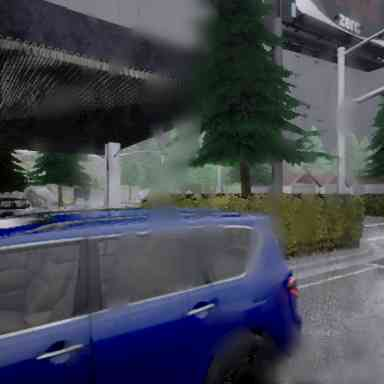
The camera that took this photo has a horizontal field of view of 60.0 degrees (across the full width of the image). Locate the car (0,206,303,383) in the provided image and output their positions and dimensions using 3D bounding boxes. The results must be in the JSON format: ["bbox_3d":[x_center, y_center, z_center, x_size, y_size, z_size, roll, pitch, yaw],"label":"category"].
[{"bbox_3d":[-1.351,1.221,3.028,5.566,2.045,2.150,0,0,-36],"label":"car"}]

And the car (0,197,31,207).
[{"bbox_3d":[-11.964,1.313,23.481,3.866,1.878,1.905,0,0,-36],"label":"car"}]
